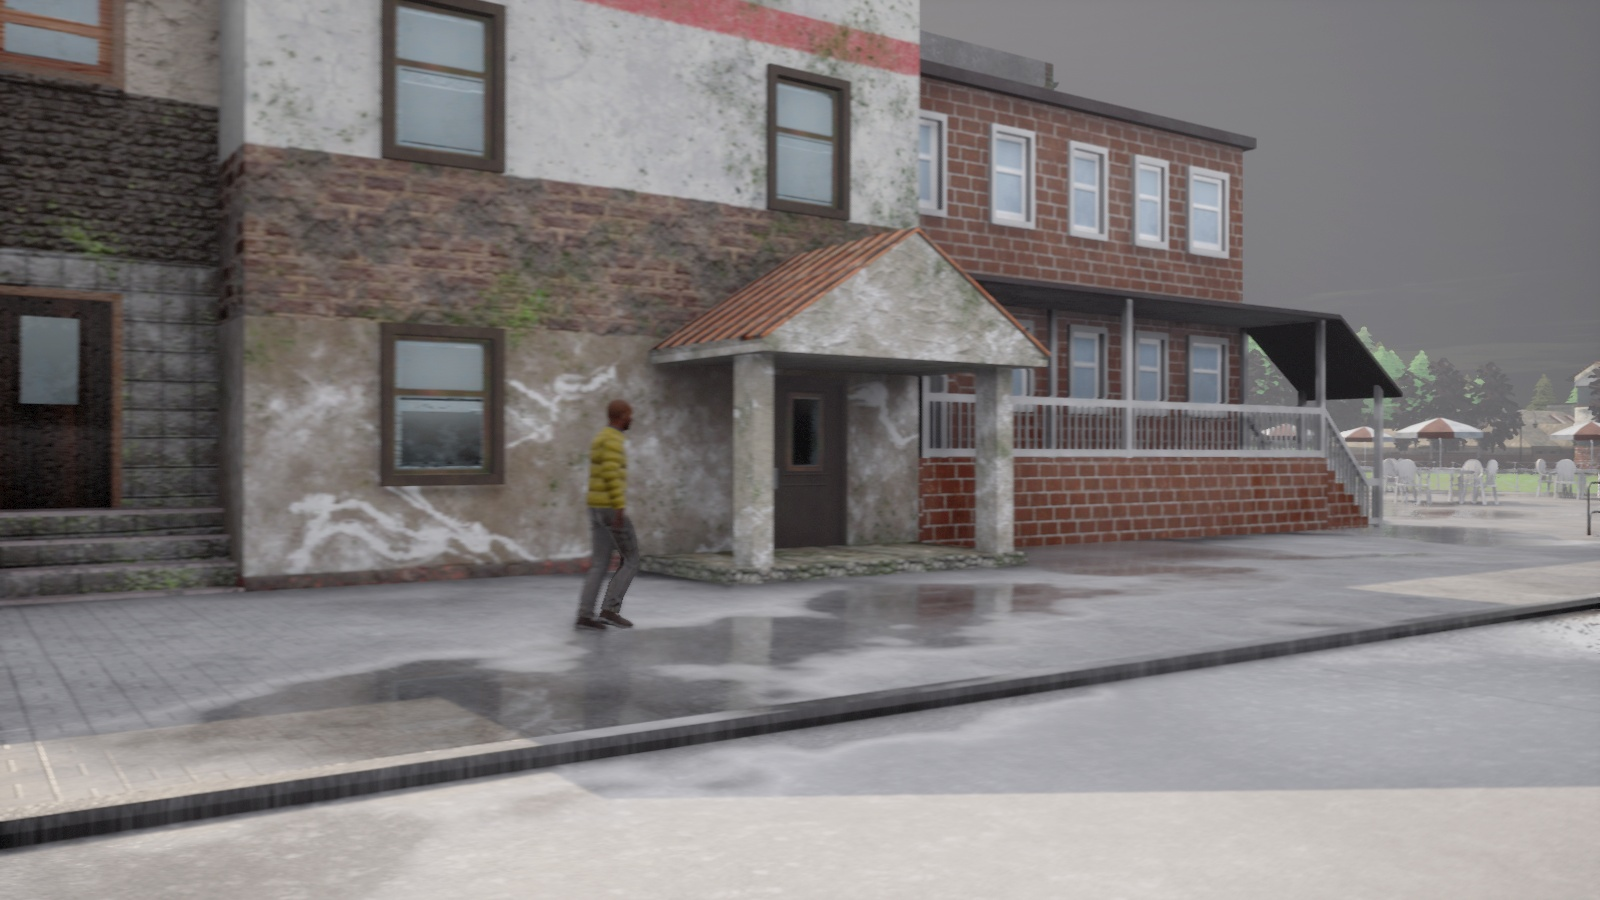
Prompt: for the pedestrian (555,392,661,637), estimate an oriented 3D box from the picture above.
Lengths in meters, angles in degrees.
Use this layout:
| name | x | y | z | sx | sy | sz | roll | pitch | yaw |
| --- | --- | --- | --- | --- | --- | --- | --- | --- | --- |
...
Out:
| name | x | y | z | sx | sy | sz | roll | pitch | yaw |
| --- | --- | --- | --- | --- | --- | --- | --- | --- | --- |
| pedestrian | -1.492 | 0.482 | 9.749 | 0.726 | 1.835 | 0.370 | 0 | 0 | -30 |
